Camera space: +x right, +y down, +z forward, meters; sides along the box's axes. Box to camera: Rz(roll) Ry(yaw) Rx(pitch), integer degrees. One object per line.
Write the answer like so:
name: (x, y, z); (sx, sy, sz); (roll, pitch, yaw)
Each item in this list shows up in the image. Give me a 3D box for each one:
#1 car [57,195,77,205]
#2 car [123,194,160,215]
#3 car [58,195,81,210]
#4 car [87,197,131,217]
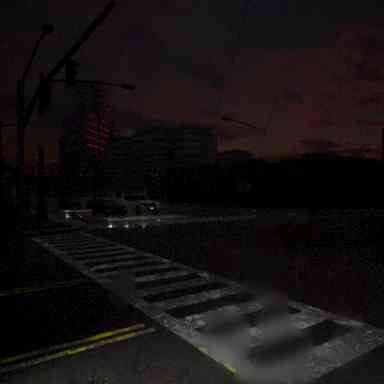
car: (-21.346, 1.284, 56.673); (1.882, 1.535, 5.008); (0, 0, -36)
car: (-5.462, 1.221, 34.307); (2.150, 2.045, 5.566); (0, 0, -36)
car: (-15.708, 1.506, 42.625); (1.837, 1.490, 4.892); (0, 0, -35)
car: (-8.014, 1.478, 31.851); (1.882, 1.535, 5.008); (0, 0, -36)
